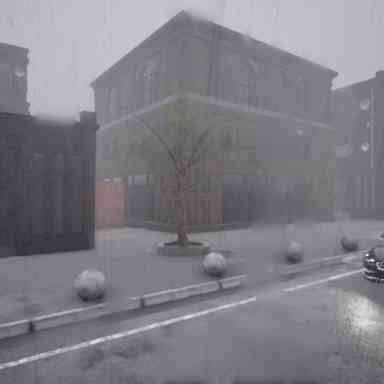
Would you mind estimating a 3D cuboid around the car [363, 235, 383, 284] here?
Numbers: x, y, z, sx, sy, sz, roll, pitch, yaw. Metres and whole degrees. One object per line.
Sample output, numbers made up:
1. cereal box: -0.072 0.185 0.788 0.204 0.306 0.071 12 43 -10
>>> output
1. car: 6.262 1.498 8.447 4.892 1.490 1.837 0 0 -35
